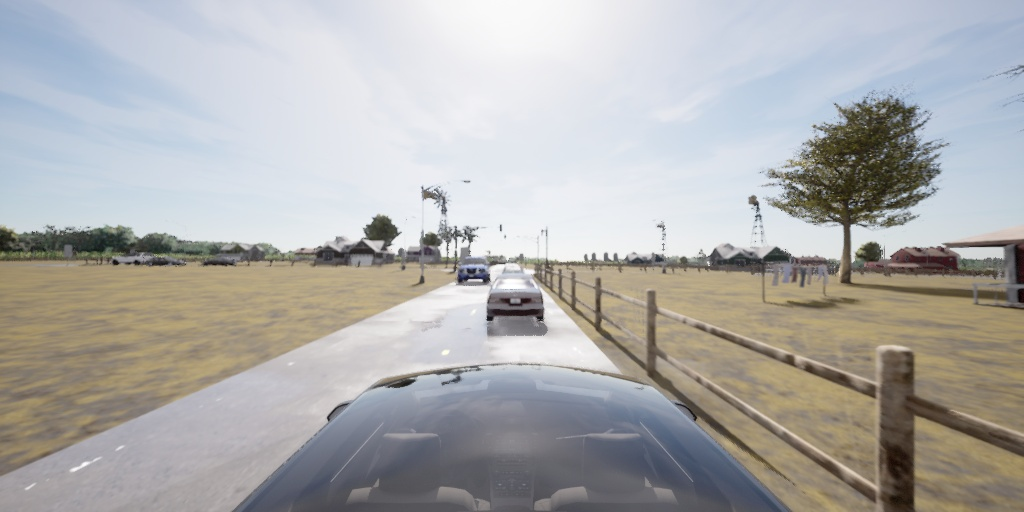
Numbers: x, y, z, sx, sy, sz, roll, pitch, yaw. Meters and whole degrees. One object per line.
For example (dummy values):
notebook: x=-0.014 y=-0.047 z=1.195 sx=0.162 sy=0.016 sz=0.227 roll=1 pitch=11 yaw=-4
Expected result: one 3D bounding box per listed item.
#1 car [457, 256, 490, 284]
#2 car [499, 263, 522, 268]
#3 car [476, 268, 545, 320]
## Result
car: x=-2.846 y=1.049 z=27.920 sx=2.150 sy=2.045 sz=5.566 roll=0 pitch=0 yaw=0
car: x=0.079 y=1.439 z=29.562 sx=1.895 sy=1.301 sz=4.718 roll=0 pitch=0 yaw=-1
car: x=0.095 y=1.312 z=12.573 sx=2.033 sy=1.411 sz=5.357 roll=0 pitch=0 yaw=0
